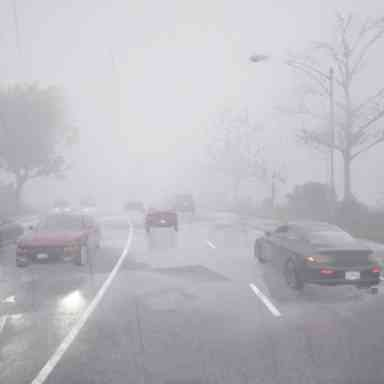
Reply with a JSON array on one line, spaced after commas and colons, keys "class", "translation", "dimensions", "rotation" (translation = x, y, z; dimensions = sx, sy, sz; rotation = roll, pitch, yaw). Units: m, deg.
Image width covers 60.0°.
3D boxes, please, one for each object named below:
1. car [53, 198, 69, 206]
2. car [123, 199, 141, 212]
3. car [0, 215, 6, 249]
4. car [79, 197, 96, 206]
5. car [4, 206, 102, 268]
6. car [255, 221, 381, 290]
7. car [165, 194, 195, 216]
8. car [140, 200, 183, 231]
[{"class": "car", "translation": [-20.341, 1.638, 51.646], "dimensions": [1.895, 1.301, 4.718], "rotation": [0, 0, -27]}, {"class": "car", "translation": [-6.826, 1.498, 38.574], "dimensions": [1.882, 1.535, 5.008], "rotation": [0, 0, -19]}, {"class": "car", "translation": [-8.076, 1.588, 12.804], "dimensions": [1.994, 1.385, 4.181], "rotation": [0, 0, -8]}, {"class": "car", "translation": [-15.943, 1.526, 50.646], "dimensions": [2.128, 1.511, 4.902], "rotation": [0, 0, -27]}, {"class": "car", "translation": [-4.398, 1.491, 11.632], "dimensions": [1.882, 1.535, 5.008], "rotation": [0, 0, -7]}, {"class": "car", "translation": [3.074, 1.516, 8.994], "dimensions": [1.812, 1.442, 4.674], "rotation": [0, 0, -4]}, {"class": "car", "translation": [-1.305, 1.230, 32.898], "dimensions": [2.150, 2.045, 5.566], "rotation": [0, 0, -16]}, {"class": "car", "translation": [-2.043, 1.485, 20.818], "dimensions": [1.882, 1.535, 5.008], "rotation": [0, 0, -10]}]
